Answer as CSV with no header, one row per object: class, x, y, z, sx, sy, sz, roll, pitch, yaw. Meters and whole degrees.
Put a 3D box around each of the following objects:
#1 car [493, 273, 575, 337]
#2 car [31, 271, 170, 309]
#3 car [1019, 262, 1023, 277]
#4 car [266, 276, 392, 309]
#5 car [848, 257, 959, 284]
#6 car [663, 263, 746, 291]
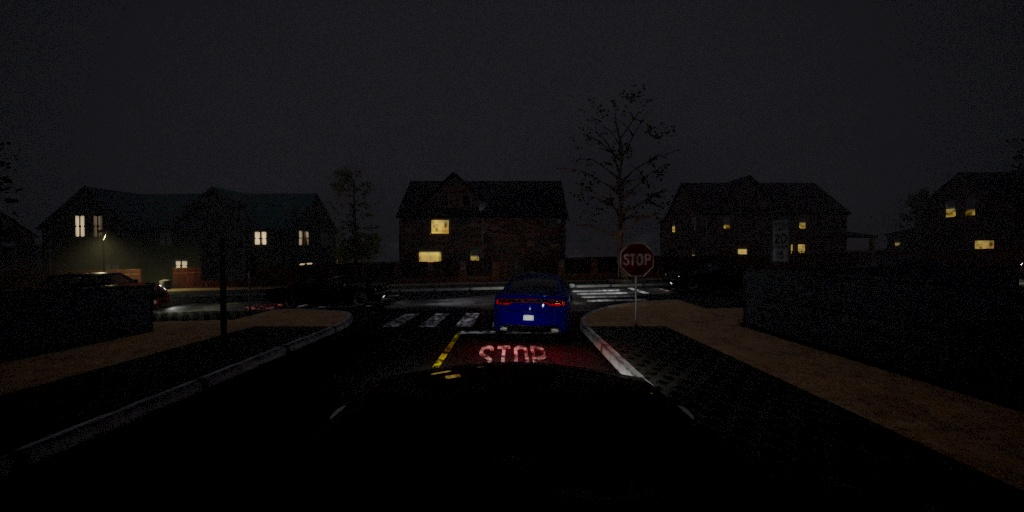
car,0.789,1.226,10.440,1.882,1.535,5.008,0,0,10
car,-17.898,1.498,15.647,4.553,1.767,2.097,-1,1,0
car,29.572,0.335,18.593,4.553,1.767,2.097,-1,1,0
car,-7.807,1.506,15.651,4.718,1.301,1.895,-1,1,0
car,20.062,0.753,18.605,5.357,1.411,2.033,-1,1,0
car,10.416,1.034,18.572,4.718,1.301,1.895,-1,1,-1
